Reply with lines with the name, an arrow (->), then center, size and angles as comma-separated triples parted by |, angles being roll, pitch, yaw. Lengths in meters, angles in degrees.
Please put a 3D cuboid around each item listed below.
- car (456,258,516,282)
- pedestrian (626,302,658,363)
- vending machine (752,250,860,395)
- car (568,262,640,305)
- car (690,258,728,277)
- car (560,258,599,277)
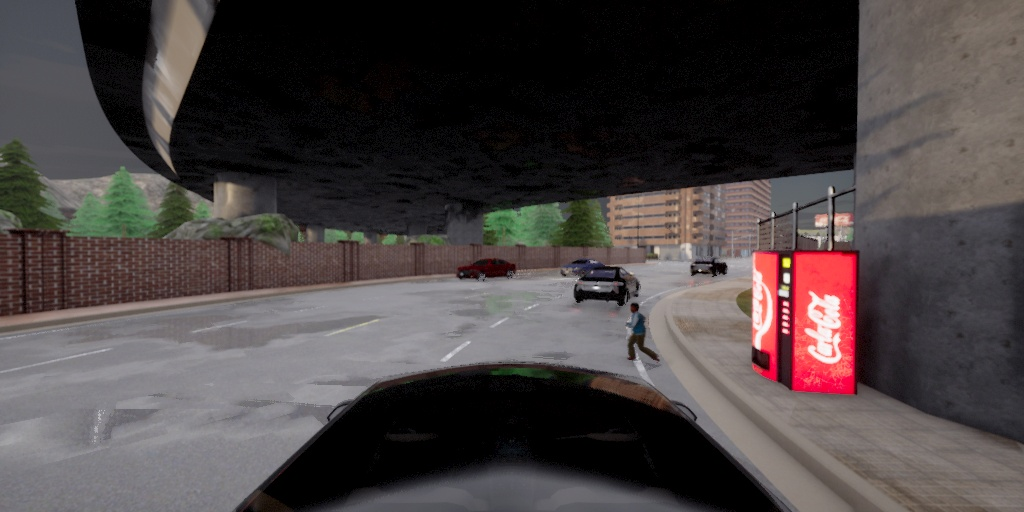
car -> -1.737, 0.900, 25.377 | 1.882, 1.535, 5.008 | 0, 1, 38
pedestrian -> 2.290, 1.361, 6.492 | 0.500, 1.100, 0.500 | 0, 1, 12
vending machine -> 4.216, 0.901, 5.280 | 1.100, 2.100, 0.880 | 0, 0, 11
car -> 4.103, 1.134, 15.116 | 1.994, 1.385, 4.181 | 0, 1, 28
car -> 16.137, 0.880, 29.302 | 2.128, 1.511, 4.902 | 1, 1, 43
car -> 5.761, 0.909, 28.843 | 1.812, 1.442, 4.674 | 1, 1, 43
